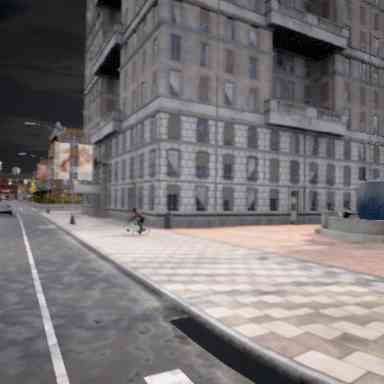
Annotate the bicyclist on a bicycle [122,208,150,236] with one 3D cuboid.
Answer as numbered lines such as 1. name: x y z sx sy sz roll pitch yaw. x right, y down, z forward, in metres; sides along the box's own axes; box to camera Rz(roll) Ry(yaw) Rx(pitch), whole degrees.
1. bicyclist on a bicycle: -3.169 1.729 19.040 1.656 1.620 0.582 1 -1 -28

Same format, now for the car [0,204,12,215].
1. car: -24.303 2.205 42.816 1.994 1.385 4.181 2 -2 -29
